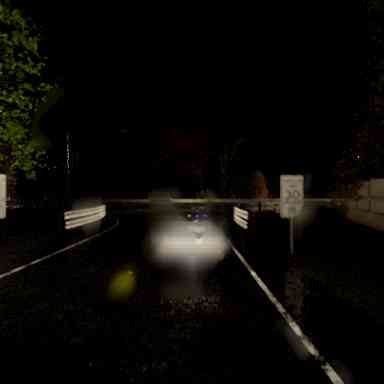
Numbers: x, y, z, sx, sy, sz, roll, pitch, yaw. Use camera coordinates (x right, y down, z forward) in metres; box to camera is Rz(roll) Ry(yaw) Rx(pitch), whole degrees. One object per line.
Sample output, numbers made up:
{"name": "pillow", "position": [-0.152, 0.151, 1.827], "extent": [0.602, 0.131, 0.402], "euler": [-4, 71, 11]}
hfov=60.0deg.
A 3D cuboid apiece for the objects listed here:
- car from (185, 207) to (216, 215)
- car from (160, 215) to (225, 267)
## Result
{"name": "car", "position": [0.793, 1.825, 26.590], "extent": [1.895, 1.301, 4.718], "euler": [0, 0, 10]}
{"name": "car", "position": [0.038, 1.701, 11.786], "extent": [1.895, 1.301, 4.718], "euler": [0, 0, 0]}
